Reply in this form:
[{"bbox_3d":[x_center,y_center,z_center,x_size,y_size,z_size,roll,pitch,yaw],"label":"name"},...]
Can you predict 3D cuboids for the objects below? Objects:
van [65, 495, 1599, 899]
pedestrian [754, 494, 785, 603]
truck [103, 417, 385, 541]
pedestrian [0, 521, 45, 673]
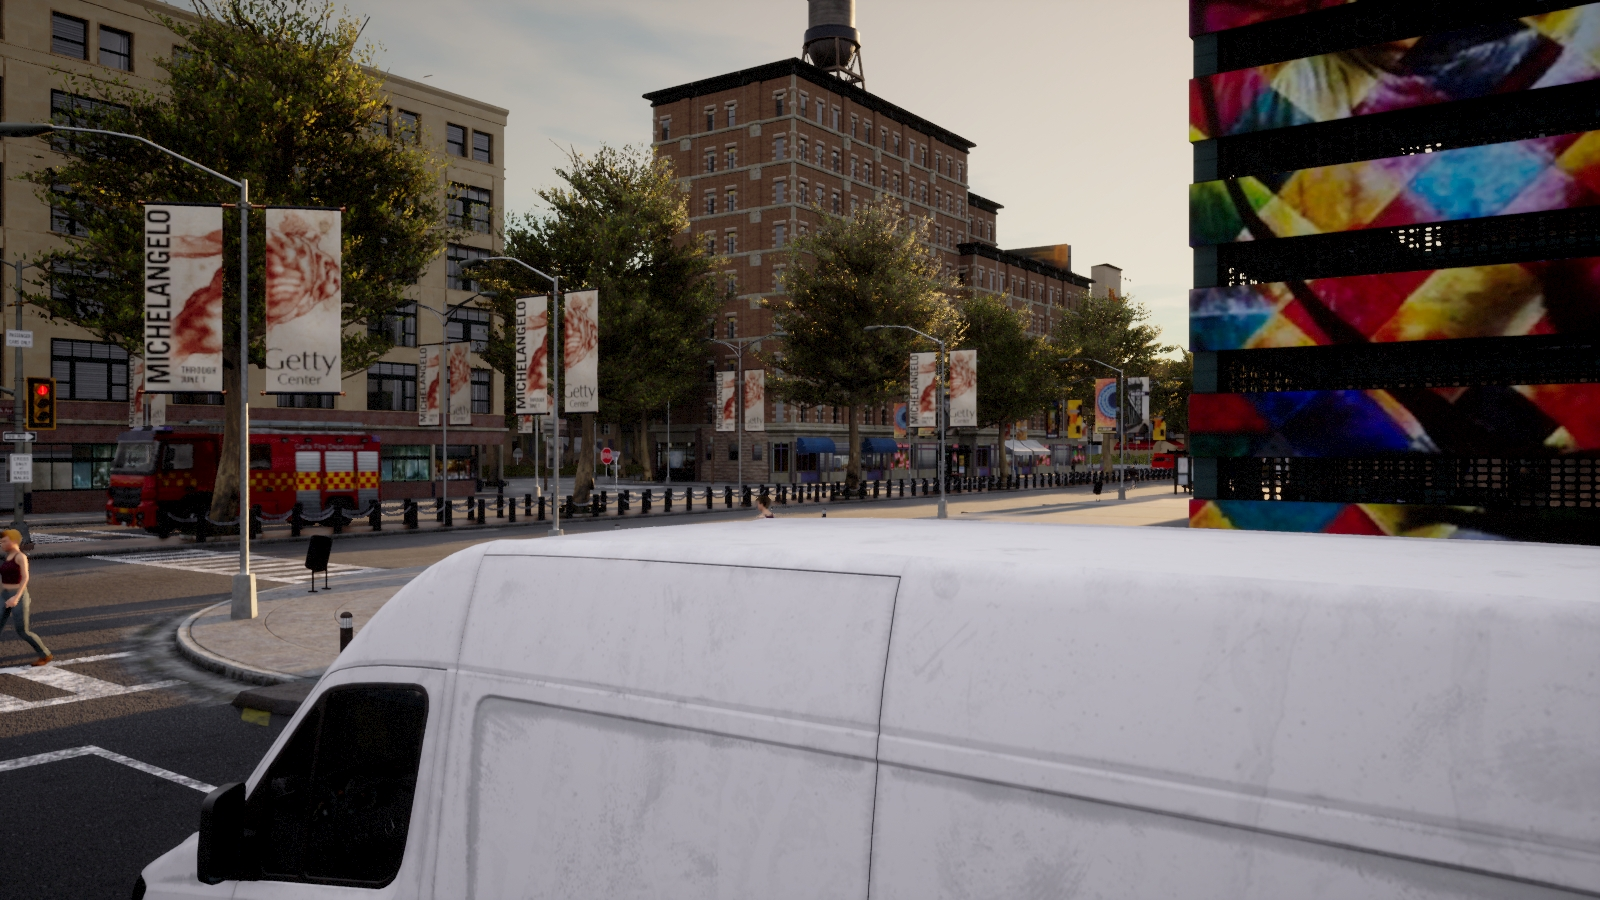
[{"bbox_3d":[-0.118,1.534,3.913,5.915,2.561,1.988,0,0,36],"label":"van"},{"bbox_3d":[-0.532,1.696,19.829,0.375,1.860,0.375,0,0,39],"label":"pedestrian"},{"bbox_3d":[-18.973,0.890,39.655,2.891,3.827,8.468,0,0,36],"label":"truck"},{"bbox_3d":[-9.867,1.849,14.466,0.375,1.860,0.375,0,0,28],"label":"pedestrian"}]
